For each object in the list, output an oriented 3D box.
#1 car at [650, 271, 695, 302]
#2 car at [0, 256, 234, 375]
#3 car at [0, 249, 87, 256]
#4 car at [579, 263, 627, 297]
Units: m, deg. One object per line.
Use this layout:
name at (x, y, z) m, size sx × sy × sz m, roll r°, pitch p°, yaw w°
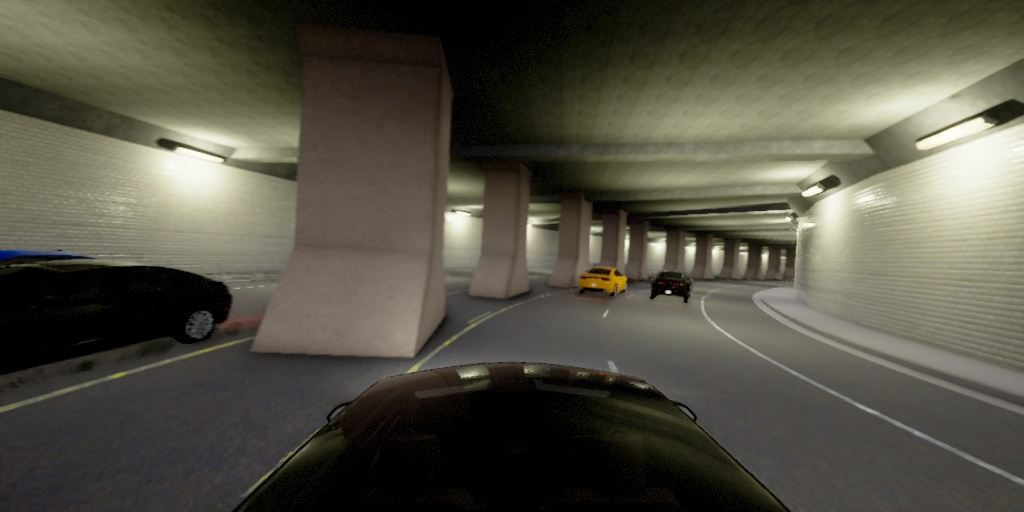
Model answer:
car at (9.008, 1.617, 20.161) m, size 1.837 × 1.490 × 4.892 m, roll 3°, pitch 0°, yaw 28°
car at (-6.837, 0.839, 5.404) m, size 1.837 × 1.490 × 4.892 m, roll 3°, pitch 0°, yaw 5°
car at (-10.161, 0.611, 7.112) m, size 1.882 × 1.535 × 5.008 m, roll 3°, pitch 0°, yaw 7°
car at (5.342, 1.378, 20.707) m, size 1.882 × 1.535 × 5.008 m, roll 3°, pitch 0°, yaw 27°
